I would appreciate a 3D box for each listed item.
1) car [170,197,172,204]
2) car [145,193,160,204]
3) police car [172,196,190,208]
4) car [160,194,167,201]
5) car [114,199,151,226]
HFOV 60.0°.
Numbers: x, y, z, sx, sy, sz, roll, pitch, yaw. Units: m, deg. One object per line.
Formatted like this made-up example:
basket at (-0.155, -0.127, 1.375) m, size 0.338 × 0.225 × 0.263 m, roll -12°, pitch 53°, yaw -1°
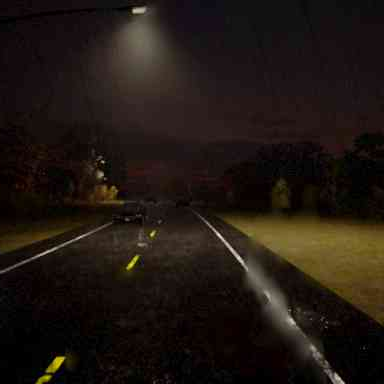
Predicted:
car at (-2.527, 1.479, 58.640) m, size 1.882 × 1.535 × 5.008 m, roll 0°, pitch 0°, yaw -7°
car at (-8.002, 1.221, 65.457) m, size 2.150 × 2.045 × 5.566 m, roll 0°, pitch 0°, yaw -7°
police car at (-1.440, 1.431, 48.754) m, size 1.930 × 1.638 × 5.238 m, roll 0°, pitch 0°, yaw -6°
car at (-7.172, 1.408, 83.471) m, size 1.837 × 1.490 × 4.892 m, roll 0°, pitch 0°, yaw -10°
car at (-4.247, 1.489, 23.605) m, size 1.882 × 1.535 × 5.008 m, roll 0°, pitch 0°, yaw -3°
